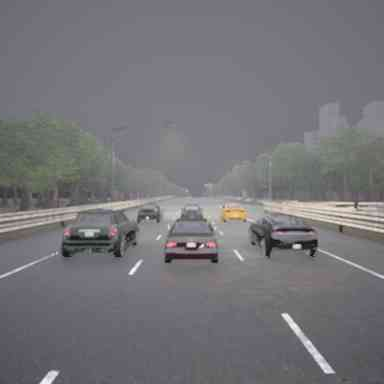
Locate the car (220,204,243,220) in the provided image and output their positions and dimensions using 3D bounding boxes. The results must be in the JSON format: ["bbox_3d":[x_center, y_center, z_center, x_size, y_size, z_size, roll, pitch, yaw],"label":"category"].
[{"bbox_3d":[3.518,1.756,29.241,1.882,1.535,5.008,0,0,0],"label":"car"}]

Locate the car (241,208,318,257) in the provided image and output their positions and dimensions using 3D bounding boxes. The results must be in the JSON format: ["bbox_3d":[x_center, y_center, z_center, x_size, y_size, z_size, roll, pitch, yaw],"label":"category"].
[{"bbox_3d":[3.517,1.627,13.524,2.128,1.511,4.902,0,0,0],"label":"car"}]

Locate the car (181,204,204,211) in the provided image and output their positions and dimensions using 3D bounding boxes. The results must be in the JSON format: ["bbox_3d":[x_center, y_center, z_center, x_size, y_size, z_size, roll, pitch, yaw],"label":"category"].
[{"bbox_3d":[0.015,1.801,28.901,1.812,1.442,4.674,0,0,0],"label":"car"}]

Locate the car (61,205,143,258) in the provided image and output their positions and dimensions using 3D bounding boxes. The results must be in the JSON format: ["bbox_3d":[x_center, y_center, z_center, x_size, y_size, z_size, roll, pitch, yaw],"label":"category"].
[{"bbox_3d":[-3.482,1.484,13.443,2.097,1.767,4.553,0,-1,0],"label":"car"}]

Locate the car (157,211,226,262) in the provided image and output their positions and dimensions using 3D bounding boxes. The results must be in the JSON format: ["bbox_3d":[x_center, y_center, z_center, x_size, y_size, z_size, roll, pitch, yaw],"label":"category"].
[{"bbox_3d":[0.005,1.672,12.557,2.033,1.411,5.357,0,-1,1],"label":"car"}]

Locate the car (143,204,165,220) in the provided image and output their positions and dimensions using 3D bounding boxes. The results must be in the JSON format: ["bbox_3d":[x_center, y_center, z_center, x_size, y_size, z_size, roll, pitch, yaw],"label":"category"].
[{"bbox_3d":[-3.488,1.779,28.504,1.837,1.490,4.892,0,0,0],"label":"car"}]
